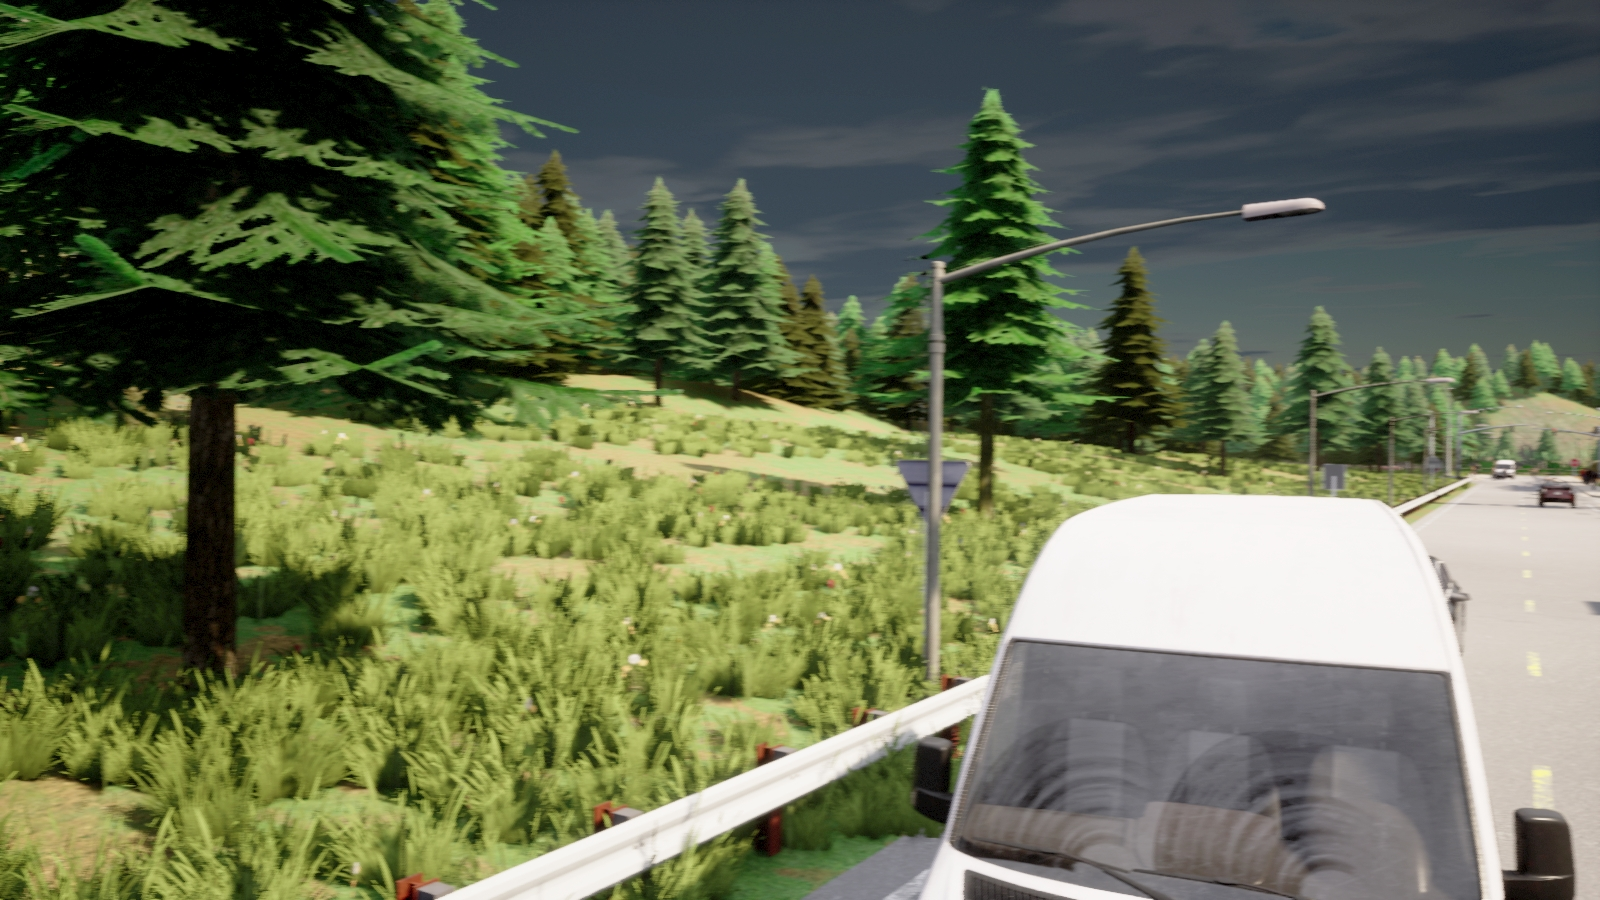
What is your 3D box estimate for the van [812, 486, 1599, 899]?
[{"bbox_3d":[2.167,1.546,5.639,1.988,2.561,5.915,0,0,25],"label":"van"}]
